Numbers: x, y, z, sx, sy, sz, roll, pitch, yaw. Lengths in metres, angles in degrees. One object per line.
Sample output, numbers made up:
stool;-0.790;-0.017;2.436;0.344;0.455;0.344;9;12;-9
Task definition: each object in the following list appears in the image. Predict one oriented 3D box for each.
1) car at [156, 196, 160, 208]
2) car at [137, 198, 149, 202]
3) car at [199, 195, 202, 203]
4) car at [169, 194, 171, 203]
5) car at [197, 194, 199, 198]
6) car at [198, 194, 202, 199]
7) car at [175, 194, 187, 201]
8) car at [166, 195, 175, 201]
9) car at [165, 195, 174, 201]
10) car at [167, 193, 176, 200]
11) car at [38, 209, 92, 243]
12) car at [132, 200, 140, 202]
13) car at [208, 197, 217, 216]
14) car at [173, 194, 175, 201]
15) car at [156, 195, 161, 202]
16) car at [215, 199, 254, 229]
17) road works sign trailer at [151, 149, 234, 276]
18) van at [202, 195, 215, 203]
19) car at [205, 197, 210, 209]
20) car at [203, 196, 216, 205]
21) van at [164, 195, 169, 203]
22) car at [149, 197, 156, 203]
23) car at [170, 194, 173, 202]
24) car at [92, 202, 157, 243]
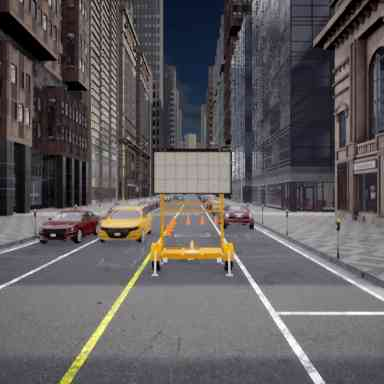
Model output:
car;-5.722;1.553;44.027;1.887;1.381;4.507;0;0;0
car;-5.731;1.531;32.654;1.752;1.417;4.829;0;0;0
car;2.818;1.557;60.836;1.887;1.381;4.507;0;0;0
car;-5.702;1.596;66.434;1.802;1.307;4.206;0;0;0
car;2.838;1.563;83.244;1.887;1.381;4.507;0;0;0
car;2.823;1.454;66.437;1.967;1.590;4.097;0;0;0
car;-2.929;1.511;81.720;2.128;1.511;4.902;0;0;0
car;-5.683;1.586;88.841;1.947;1.339;4.313;0;0;0
car;-5.687;1.459;83.240;1.967;1.590;4.097;0;0;0
car;-5.677;1.337;94.443;2.192;1.841;5.009;0;0;0
car;-5.746;1.547;16.018;1.887;1.381;4.507;0;0;0
car;-5.736;1.586;27.222;1.802;1.307;4.206;0;0;0
car;2.794;1.531;32.994;1.752;1.417;4.829;0;0;0
car;-5.693;1.583;77.638;1.947;1.339;4.313;0;0;0
car;-5.717;1.554;49.630;1.887;1.381;4.507;0;0;0
car;2.785;1.443;21.620;1.967;1.590;4.097;0;0;0
road works sign trailer;0.009;0.465;10.303;2.380;3.560;2.880;0;0;0
van;2.809;1.350;49.631;1.690;1.788;3.998;0;0;0
car;2.799;1.551;38.427;1.887;1.381;4.507;0;0;0
car;2.804;1.553;44.028;1.887;1.381;4.507;0;0;0
van;-5.706;1.354;60.833;1.690;1.788;3.998;0;0;0
car;-5.726;1.447;38.425;1.967;1.590;4.097;0;0;0
car;-5.697;1.456;72.037;1.967;1.590;4.097;0;0;0
car;-3.086;1.480;16.285;1.882;1.535;5.008;0;0;0
